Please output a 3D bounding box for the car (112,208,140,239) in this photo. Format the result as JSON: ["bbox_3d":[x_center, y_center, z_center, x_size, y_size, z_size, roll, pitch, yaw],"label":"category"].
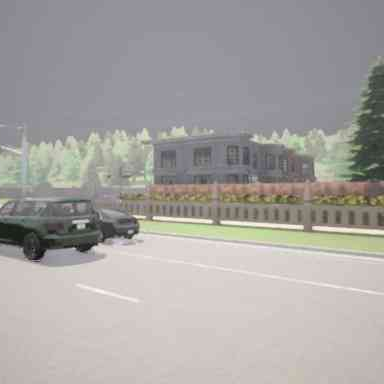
[{"bbox_3d":[-4.626,1.479,15.819,4.892,1.490,1.837,0,0,36],"label":"car"}]

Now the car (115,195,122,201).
[{"bbox_3d":[-12.251,1.442,66.655,2.033,1.411,5.357,0,0,36],"label":"car"}]

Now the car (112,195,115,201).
[{"bbox_3d":[-15.183,1.417,68.571,2.128,1.511,4.902,0,0,36],"label":"car"}]

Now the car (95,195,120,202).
[{"bbox_3d":[-17.934,1.363,70.740,1.882,1.535,5.008,0,0,36],"label":"car"}]

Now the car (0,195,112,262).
[{"bbox_3d":[-5.762,1.198,12.317,5.566,2.045,2.150,0,0,36],"label":"car"}]
